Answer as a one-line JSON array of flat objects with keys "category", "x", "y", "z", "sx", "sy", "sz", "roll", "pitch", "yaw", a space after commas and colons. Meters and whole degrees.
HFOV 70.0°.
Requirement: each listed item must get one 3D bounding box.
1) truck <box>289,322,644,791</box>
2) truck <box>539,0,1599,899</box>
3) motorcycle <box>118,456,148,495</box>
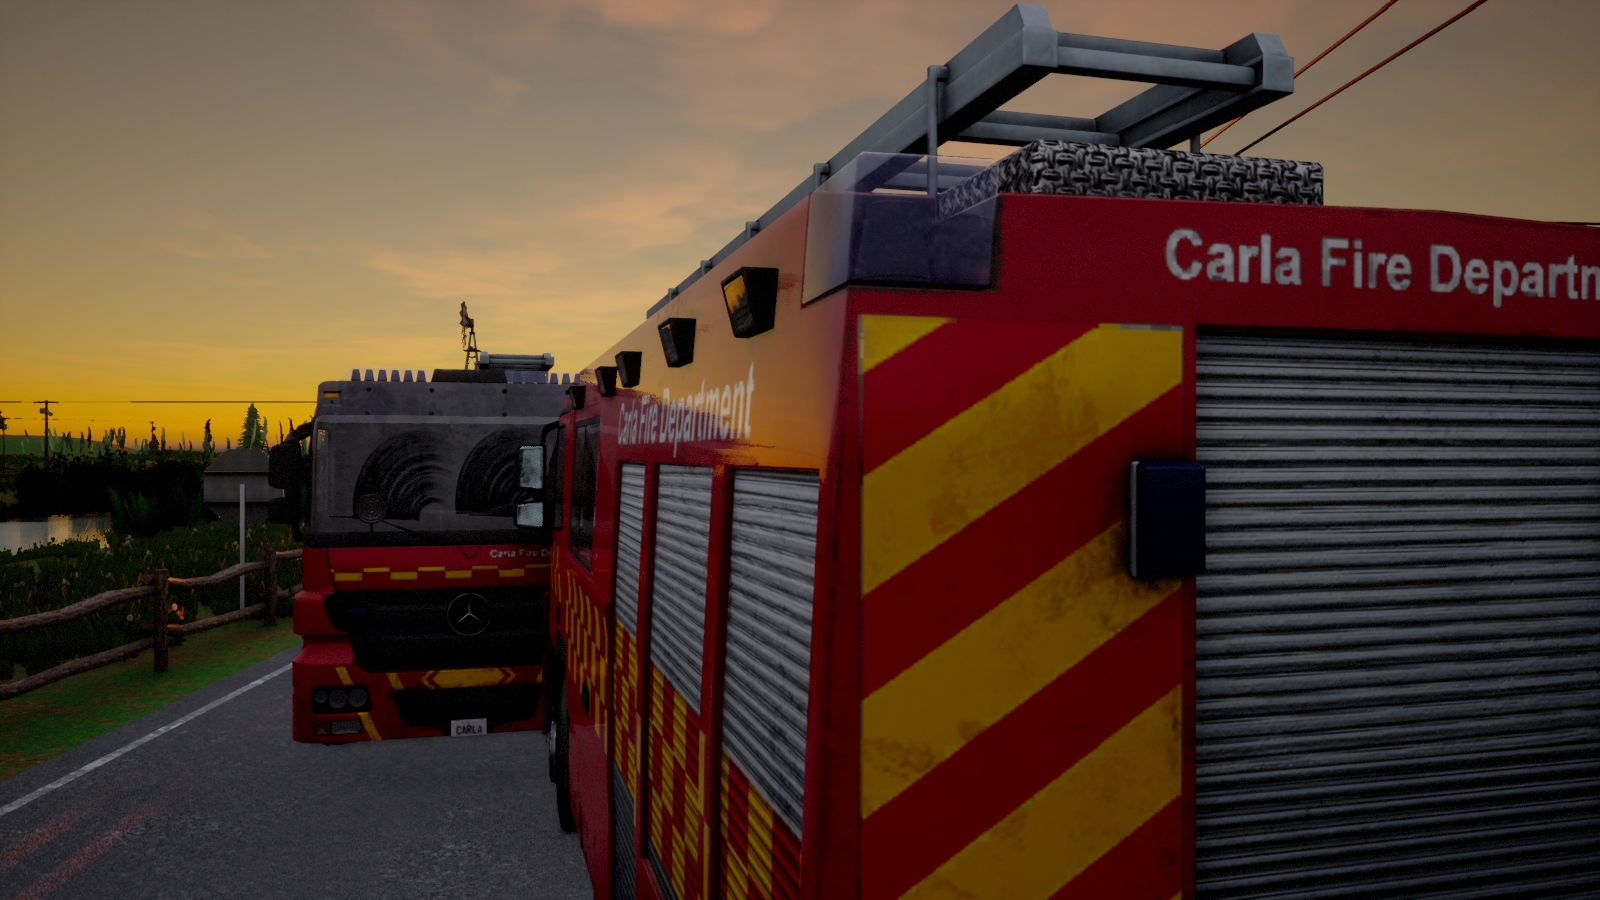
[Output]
[{"category": "truck", "x": -3.937, "y": 0.862, "z": 13.795, "sx": 2.891, "sy": 3.827, "sz": 8.468, "roll": 0, "pitch": 0, "yaw": -16}, {"category": "truck", "x": 0.141, "y": 0.867, "z": 6.873, "sx": 2.891, "sy": 3.827, "sz": 8.468, "roll": 0, "pitch": 0, "yaw": -16}, {"category": "motorcycle", "x": -41.464, "y": 1.577, "z": 71.043, "sx": 0.803, "sy": 2.348, "sz": 2.033, "roll": 0, "pitch": 0, "yaw": -4}]
